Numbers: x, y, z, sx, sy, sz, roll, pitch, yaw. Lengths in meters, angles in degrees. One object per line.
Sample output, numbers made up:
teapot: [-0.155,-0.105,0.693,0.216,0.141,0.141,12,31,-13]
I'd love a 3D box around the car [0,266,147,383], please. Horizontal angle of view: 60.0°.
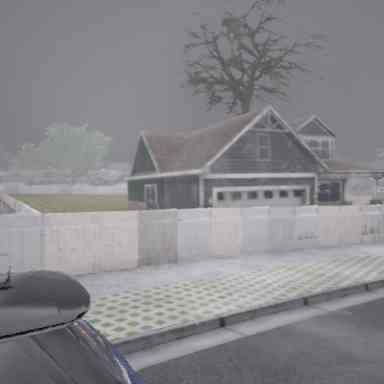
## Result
car: [-2.284,1.334,1.223,4.553,1.767,2.097,0,0,-35]
